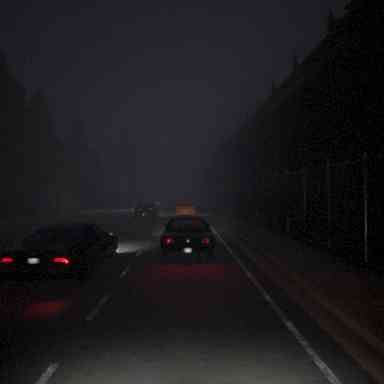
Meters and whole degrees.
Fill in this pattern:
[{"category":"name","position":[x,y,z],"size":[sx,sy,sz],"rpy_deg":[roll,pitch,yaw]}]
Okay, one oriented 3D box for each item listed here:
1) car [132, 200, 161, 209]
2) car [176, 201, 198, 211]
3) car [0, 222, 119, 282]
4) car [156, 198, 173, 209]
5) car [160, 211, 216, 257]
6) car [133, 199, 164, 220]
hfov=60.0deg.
[{"category":"car","position":[-6.907,1.883,50.912],"size":[1.895,1.301,4.718],"rpy_deg":[0,0,27]},{"category":"car","position":[-0.494,1.632,31.550],"size":[1.882,1.535,5.008],"rpy_deg":[0,0,1]},{"category":"car","position":[-3.620,1.616,10.029],"size":[2.033,1.411,5.357],"rpy_deg":[0,0,-1]},{"category":"car","position":[-4.535,1.603,47.569],"size":[2.097,1.767,4.553],"rpy_deg":[0,0,25]},{"category":"car","position":[-0.178,1.666,13.344],"size":[1.895,1.301,4.718],"rpy_deg":[0,0,-1]},{"category":"car","position":[-4.021,1.657,29.908],"size":[2.128,1.511,4.902],"rpy_deg":[0,0,-1]}]
